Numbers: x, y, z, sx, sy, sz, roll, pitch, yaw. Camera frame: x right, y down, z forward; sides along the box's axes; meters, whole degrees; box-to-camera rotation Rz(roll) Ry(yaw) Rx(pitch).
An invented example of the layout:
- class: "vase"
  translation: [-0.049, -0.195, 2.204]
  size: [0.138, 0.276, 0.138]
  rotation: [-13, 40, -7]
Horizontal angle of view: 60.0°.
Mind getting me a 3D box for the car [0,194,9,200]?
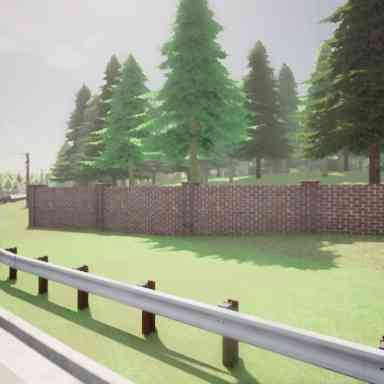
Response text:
- class: "car"
  translation: [-44.144, 1.517, 76.328]
  size: [2.033, 1.411, 5.357]
  rotation: [0, 0, -22]
